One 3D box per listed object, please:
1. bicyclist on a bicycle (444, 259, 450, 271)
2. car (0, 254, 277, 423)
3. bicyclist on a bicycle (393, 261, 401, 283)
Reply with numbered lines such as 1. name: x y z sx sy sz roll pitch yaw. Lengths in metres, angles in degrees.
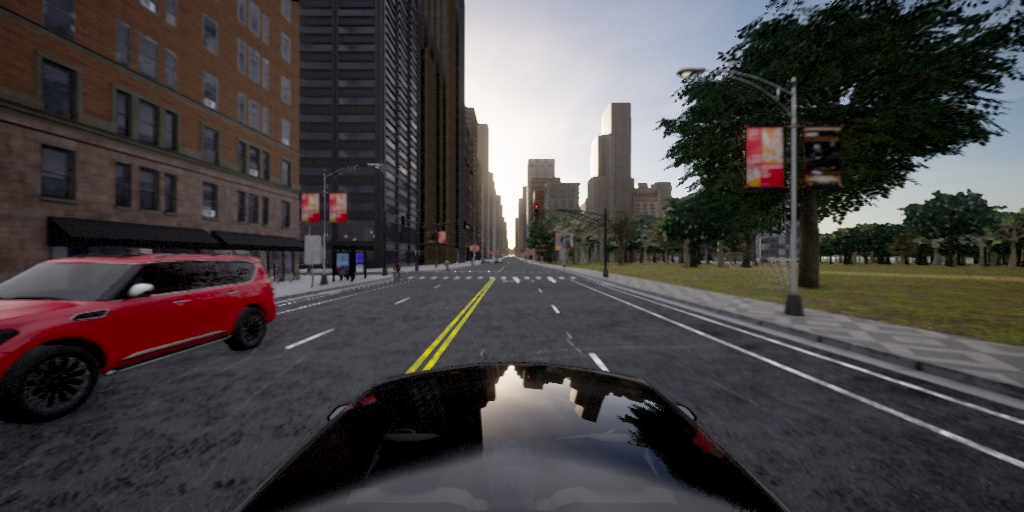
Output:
1. bicyclist on a bicycle: -8.739 1.213 48.199 0.866 1.612 1.509 0 0 0
2. car: -6.599 0.971 6.136 2.150 2.045 5.566 0 0 0
3. bicyclist on a bicycle: -8.745 1.197 27.279 0.582 1.620 1.656 0 1 0
